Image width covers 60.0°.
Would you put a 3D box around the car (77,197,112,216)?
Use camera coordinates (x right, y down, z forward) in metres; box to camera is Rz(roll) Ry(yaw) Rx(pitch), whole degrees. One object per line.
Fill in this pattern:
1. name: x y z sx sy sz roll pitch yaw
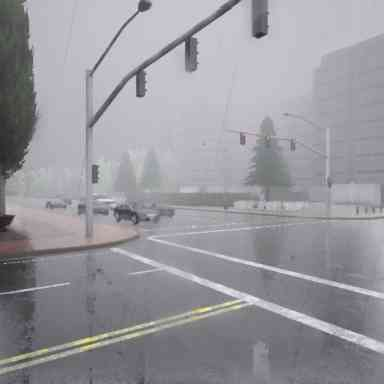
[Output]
1. car: -9.525 1.504 31.869 1.837 1.490 4.892 0 0 -36

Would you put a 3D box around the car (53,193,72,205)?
1. car: -21.457 1.226 54.647 2.150 2.045 5.566 0 0 -35

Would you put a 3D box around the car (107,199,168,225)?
1. car: -4.108 1.492 24.339 2.128 1.511 4.902 0 0 -36

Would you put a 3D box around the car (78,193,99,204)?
1. car: -20.404 1.221 65.377 2.150 2.045 5.566 0 0 -36

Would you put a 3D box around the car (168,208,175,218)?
1. car: -3.420 1.601 29.367 1.895 1.301 4.718 0 0 -36

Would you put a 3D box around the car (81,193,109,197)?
1. car: -11.082 1.222 40.045 2.150 2.045 5.566 0 0 -36

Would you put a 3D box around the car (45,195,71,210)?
1. car: -17.693 1.526 43.273 1.812 1.442 4.674 0 0 -36
